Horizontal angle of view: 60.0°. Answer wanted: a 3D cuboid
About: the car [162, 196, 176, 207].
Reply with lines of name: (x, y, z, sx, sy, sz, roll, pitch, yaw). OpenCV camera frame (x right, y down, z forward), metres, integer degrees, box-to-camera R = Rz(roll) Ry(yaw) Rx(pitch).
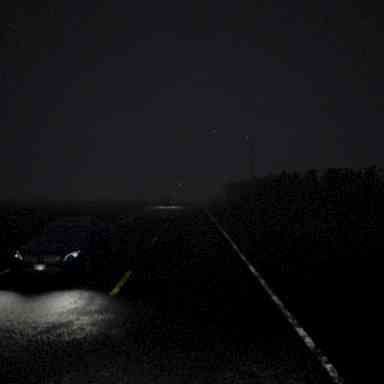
car: (-3.556, 1.458, 51.458, 1.837, 1.490, 4.892, 0, 0, 0)

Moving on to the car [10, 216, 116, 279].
car: (-3.595, 1.518, 10.186, 1.812, 1.442, 4.674, 0, 0, 0)
